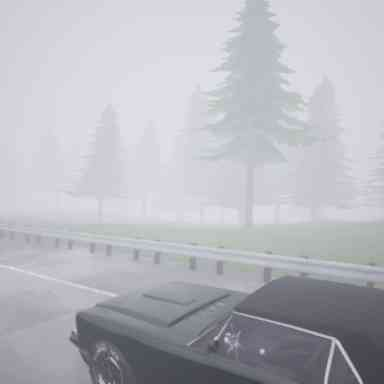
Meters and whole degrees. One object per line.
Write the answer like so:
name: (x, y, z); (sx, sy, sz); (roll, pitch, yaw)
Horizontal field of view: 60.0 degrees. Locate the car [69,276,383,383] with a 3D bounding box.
car: (0.869, 1.601, 3.373); (4.718, 1.301, 1.895); (0, 0, 35)
